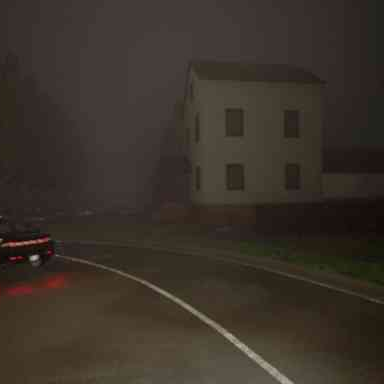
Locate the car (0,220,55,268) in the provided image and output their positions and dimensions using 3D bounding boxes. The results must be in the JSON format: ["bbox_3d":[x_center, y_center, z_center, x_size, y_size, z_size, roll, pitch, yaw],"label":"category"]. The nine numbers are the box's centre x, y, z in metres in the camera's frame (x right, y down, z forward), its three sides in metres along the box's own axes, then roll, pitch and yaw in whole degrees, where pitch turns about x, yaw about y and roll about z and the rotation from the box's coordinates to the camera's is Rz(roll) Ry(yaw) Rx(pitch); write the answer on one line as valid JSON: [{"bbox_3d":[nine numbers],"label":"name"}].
[{"bbox_3d":[-6.380,1.620,10.341,4.902,1.511,2.128,-1,-1,31],"label":"car"}]
